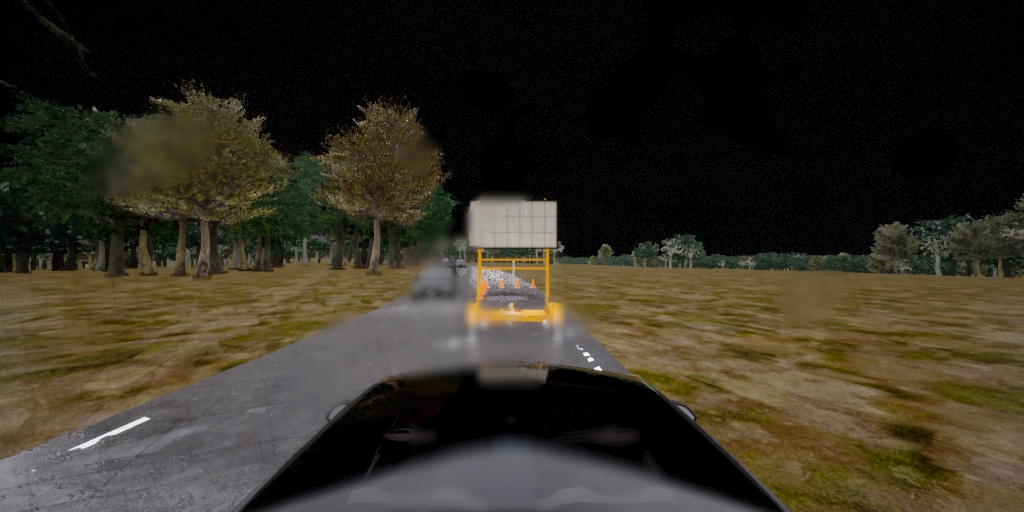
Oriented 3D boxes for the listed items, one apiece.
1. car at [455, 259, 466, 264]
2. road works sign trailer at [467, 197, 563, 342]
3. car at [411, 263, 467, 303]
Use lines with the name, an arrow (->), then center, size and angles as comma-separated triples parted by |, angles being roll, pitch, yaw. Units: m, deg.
car -> -8.484, 1.267, 58.824 | 1.837, 1.490, 4.892 | 0, 0, -11
road works sign trailer -> 0.040, 0.214, 9.796 | 2.380, 3.560, 2.880 | 0, 0, -2
car -> -3.361, 1.254, 16.817 | 1.837, 1.490, 4.892 | 0, 0, -3
